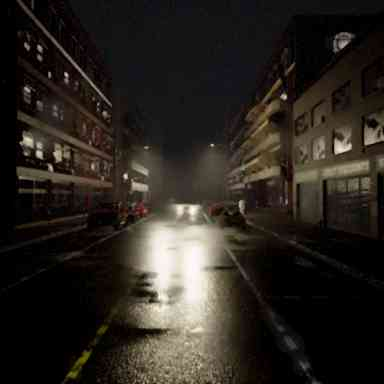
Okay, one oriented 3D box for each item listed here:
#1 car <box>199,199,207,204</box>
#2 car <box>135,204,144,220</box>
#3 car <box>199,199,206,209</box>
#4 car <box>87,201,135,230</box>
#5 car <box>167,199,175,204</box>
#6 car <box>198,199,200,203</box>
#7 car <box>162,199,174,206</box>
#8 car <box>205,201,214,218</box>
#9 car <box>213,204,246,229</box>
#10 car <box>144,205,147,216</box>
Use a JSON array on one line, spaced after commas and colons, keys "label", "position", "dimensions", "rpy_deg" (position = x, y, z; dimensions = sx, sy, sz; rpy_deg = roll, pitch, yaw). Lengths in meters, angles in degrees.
[{"label": "car", "position": [2.697, 2.466, 85.110], "dimensions": [1.947, 1.339, 4.313], "rpy_deg": [0, -1, 0]}, {"label": "car", "position": [-5.687, 1.748, 28.756], "dimensions": [1.967, 1.590, 4.097], "rpy_deg": [0, -1, 0]}, {"label": "car", "position": [2.695, 2.156, 56.930], "dimensions": [2.008, 1.369, 4.403], "rpy_deg": [0, -1, 0]}, {"label": "car", "position": [-5.686, 1.563, 23.122], "dimensions": [2.192, 1.841, 5.009], "rpy_deg": [0, -1, 0]}, {"label": "car", "position": [-5.684, 2.504, 90.751], "dimensions": [1.887, 1.381, 4.507], "rpy_deg": [0, -1, 0]}, {"label": "car", "position": [2.697, 2.368, 79.644], "dimensions": [1.752, 1.417, 4.829], "rpy_deg": [0, -1, 0]}, {"label": "car", "position": [-5.685, 2.333, 73.842], "dimensions": [2.008, 1.369, 4.403], "rpy_deg": [0, -1, 0]}, {"label": "car", "position": [2.694, 1.912, 34.387], "dimensions": [1.887, 1.381, 4.507], "rpy_deg": [0, -1, 0]}, {"label": "car", "position": [2.693, 1.775, 23.286], "dimensions": [1.752, 1.417, 4.829], "rpy_deg": [0, -1, 0]}, {"label": "car", "position": [-5.687, 1.912, 34.392], "dimensions": [1.887, 1.381, 4.507], "rpy_deg": [0, -1, 0]}]
